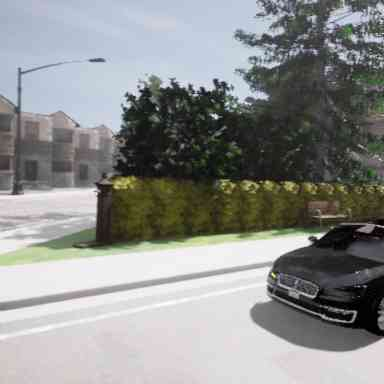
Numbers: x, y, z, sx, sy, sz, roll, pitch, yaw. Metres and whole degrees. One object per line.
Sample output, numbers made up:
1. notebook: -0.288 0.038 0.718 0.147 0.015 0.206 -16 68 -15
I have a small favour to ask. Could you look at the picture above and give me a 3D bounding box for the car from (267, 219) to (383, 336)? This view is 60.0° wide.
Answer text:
1. car: 3.589 1.321 6.380 4.892 1.490 1.837 0 3 -33
